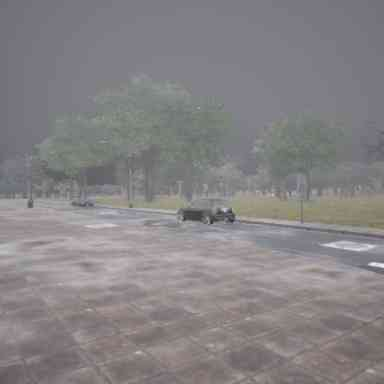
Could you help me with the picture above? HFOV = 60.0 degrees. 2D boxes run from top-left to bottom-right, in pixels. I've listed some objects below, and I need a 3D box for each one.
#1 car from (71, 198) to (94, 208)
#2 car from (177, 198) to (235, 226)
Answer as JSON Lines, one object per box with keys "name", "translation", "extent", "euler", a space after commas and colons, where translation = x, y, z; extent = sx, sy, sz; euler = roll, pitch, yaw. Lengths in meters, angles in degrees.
{"name": "car", "translation": [-15.128, 1.502, 45.622], "extent": [1.895, 1.301, 4.718], "euler": [-2, 1, -35]}
{"name": "car", "translation": [0.877, 1.234, 23.082], "extent": [2.097, 1.767, 4.553], "euler": [-2, 1, -35]}
